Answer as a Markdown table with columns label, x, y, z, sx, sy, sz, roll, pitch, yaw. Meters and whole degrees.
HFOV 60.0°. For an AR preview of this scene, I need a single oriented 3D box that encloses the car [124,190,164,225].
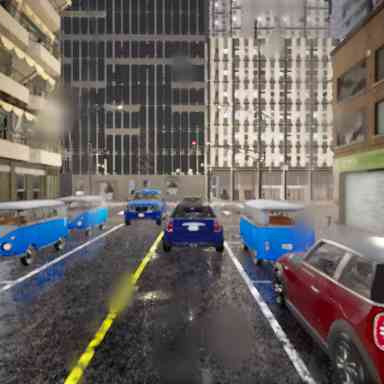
| label | x | y | z | sx | sy | sz | roll | pitch | yaw |
| --- | --- | --- | --- | --- | --- | --- | --- | --- | --- |
| car | -2.842 | 0.909 | 21.344 | 2.150 | 2.045 | 5.566 | 0 | 1 | 0 |

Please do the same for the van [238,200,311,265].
| label | x | y | z | sx | sy | sz | roll | pitch | yaw |
| --- | --- | --- | --- | --- | --- | --- | --- | --- | --- |
| van | 2.523 | 1.187 | 10.687 | 1.690 | 1.788 | 3.998 | 0 | 1 | 0 |

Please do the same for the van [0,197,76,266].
| label | x | y | z | sx | sy | sz | roll | pitch | yaw |
| --- | --- | --- | --- | --- | --- | --- | --- | --- | --- |
| van | -5.357 | 1.189 | 10.647 | 1.690 | 1.788 | 3.998 | 0 | 1 | 0 |

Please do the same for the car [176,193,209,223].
| label | x | y | z | sx | sy | sz | roll | pitch | yaw |
| --- | --- | --- | --- | --- | --- | --- | --- | --- | --- |
| car | 0.025 | 1.026 | 23.080 | 2.097 | 1.767 | 4.553 | 0 | 1 | 0 |

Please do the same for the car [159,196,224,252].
| label | x | y | z | sx | sy | sz | roll | pitch | yaw |
| --- | --- | --- | --- | --- | --- | --- | --- | --- | --- |
| car | 0.044 | 1.165 | 13.055 | 2.097 | 1.767 | 4.553 | 0 | 1 | 0 |

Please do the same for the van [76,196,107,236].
| label | x | y | z | sx | sy | sz | roll | pitch | yaw |
| --- | --- | --- | --- | --- | --- | --- | --- | --- | --- |
| van | -5.381 | 1.110 | 16.337 | 1.690 | 1.788 | 3.998 | 0 | 1 | 0 |

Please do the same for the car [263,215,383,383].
| label | x | y | z | sx | sy | sz | roll | pitch | yaw |
| --- | --- | --- | --- | --- | --- | --- | --- | --- | --- |
| car | 2.547 | 1.366 | 4.999 | 1.967 | 1.590 | 4.097 | 0 | 1 | 0 |
